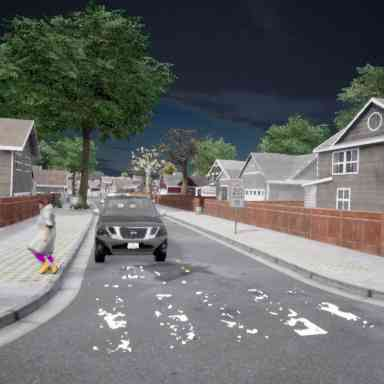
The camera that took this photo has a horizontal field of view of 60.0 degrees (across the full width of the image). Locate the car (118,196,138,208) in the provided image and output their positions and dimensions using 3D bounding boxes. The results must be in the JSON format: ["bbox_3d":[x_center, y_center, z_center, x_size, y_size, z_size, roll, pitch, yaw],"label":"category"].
[{"bbox_3d":[-9.255,1.367,47.785,2.128,1.511,4.902,2,0,-18],"label":"car"}]

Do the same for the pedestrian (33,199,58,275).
[{"bbox_3d":[-3.443,1.011,7.866,0.375,1.860,0.375,1,1,-14],"label":"pedestrian"}]

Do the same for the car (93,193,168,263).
[{"bbox_3d":[-2.297,1.157,12.047,2.150,2.045,5.566,2,0,-14],"label":"car"}]

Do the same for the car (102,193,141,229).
[{"bbox_3d":[-4.833,1.133,22.096,2.150,2.045,5.566,2,0,-15],"label":"car"}]

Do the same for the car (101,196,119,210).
[{"bbox_3d":[-10.377,1.294,41.762,1.882,1.535,5.008,2,0,-16],"label":"car"}]

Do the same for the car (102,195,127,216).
[{"bbox_3d":[-7.488,1.224,31.815,2.097,1.767,4.553,2,0,-16],"label":"car"}]
